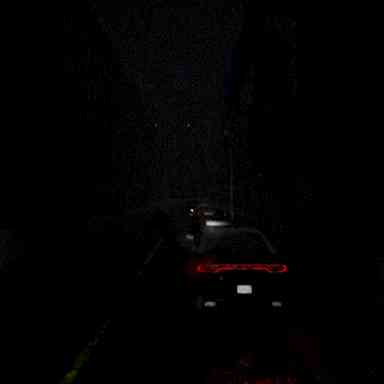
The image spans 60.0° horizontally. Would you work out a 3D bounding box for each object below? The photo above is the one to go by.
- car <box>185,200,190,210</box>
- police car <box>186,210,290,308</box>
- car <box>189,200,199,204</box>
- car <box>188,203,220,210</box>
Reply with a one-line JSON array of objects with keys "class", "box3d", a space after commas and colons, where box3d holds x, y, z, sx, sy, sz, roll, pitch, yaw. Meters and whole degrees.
[{"class": "car", "box3d": [0.006, 1.858, 46.917, 1.994, 1.385, 4.181, 0, 0, 1]}, {"class": "police car", "box3d": [0.896, 1.478, 8.276, 1.930, 1.638, 5.238, 0, 0, 0]}, {"class": "car", "box3d": [0.888, 1.609, 24.356, 1.801, 1.575, 5.366, 0, 0, 0]}, {"class": "car", "box3d": [0.891, 1.593, 18.165, 1.882, 1.535, 5.008, 0, 0, 0]}]
